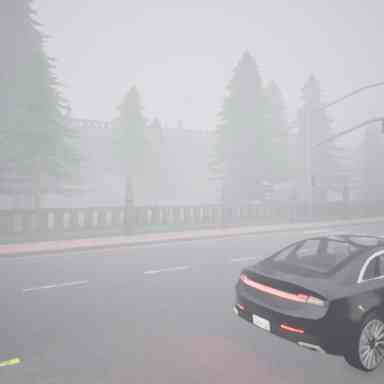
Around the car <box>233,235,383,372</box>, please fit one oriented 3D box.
[{"bbox_3d":[2.961,1.490,5.629,4.902,1.511,2.128,0,0,-32],"label":"car"}]
